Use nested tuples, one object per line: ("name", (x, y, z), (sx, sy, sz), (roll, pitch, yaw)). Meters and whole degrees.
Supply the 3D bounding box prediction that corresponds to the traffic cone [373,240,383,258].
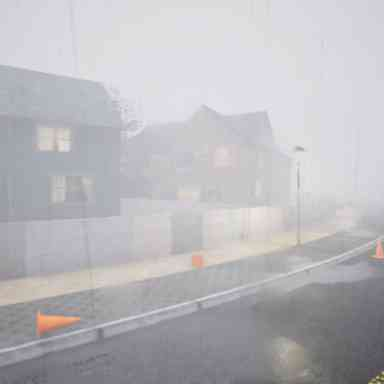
("traffic cone", (6.487, 1.955, 11.507), (0.340, 0.580, 0.340), (0, 0, -15))
